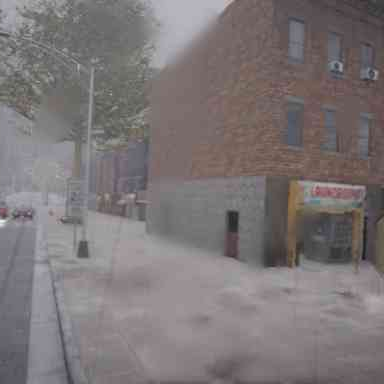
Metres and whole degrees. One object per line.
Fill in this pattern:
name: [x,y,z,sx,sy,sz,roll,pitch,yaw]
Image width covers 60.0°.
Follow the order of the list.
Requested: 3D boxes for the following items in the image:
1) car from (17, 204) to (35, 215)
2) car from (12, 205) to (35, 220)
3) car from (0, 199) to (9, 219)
car: [-22.892,2.417,45.958,1.994,1.385,4.181,3,-2,-25]
car: [-18.302,2.294,36.142,1.895,1.301,4.718,3,-2,-24]
car: [-21.825,1.823,37.100,2.150,2.045,5.566,3,-3,-24]
